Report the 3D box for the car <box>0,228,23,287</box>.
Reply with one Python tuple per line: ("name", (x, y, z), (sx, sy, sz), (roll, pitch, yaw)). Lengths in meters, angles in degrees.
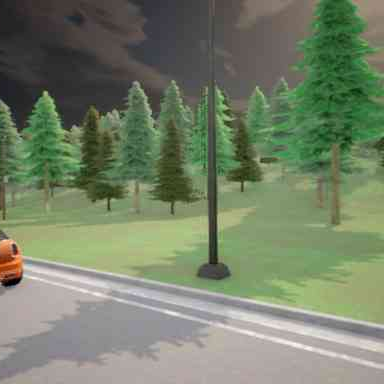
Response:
("car", (-6.342, 1.464, 8.477), (4.553, 1.767, 2.097), (-1, 0, 35))
